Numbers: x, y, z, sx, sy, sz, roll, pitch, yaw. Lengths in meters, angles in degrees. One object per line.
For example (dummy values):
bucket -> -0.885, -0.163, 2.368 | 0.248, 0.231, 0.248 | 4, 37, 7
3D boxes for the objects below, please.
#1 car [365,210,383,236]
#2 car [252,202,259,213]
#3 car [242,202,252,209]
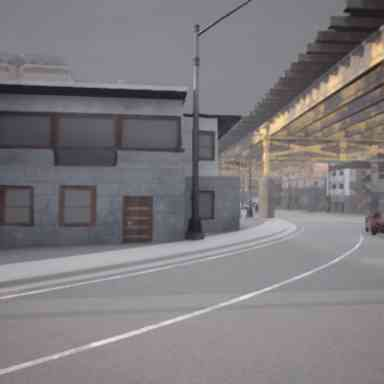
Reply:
car -> 12.189, 1.907, 20.962 | 1.882, 1.535, 5.008 | 0, -2, 22
car -> 13.786, 2.989, 63.257 | 2.150, 2.045, 5.566 | 1, -1, -5
car -> 15.682, 3.796, 93.605 | 2.150, 2.045, 5.566 | 1, -1, -5
